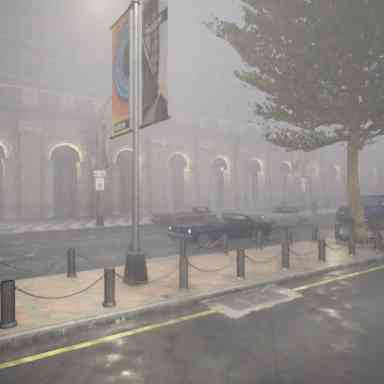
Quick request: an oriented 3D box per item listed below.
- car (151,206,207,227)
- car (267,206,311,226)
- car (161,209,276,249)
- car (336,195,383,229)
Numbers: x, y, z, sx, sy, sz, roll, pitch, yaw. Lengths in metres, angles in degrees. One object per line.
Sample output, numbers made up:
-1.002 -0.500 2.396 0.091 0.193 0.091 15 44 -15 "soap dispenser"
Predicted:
-0.236 1.594 21.669 4.718 1.301 1.895 0 0 -35 "car"
5.626 1.600 21.864 4.718 1.301 1.895 0 0 -34 "car"
1.257 1.600 14.605 4.718 1.301 1.895 0 0 -35 "car"
11.880 1.222 21.989 5.566 2.045 2.150 0 0 -35 "car"
